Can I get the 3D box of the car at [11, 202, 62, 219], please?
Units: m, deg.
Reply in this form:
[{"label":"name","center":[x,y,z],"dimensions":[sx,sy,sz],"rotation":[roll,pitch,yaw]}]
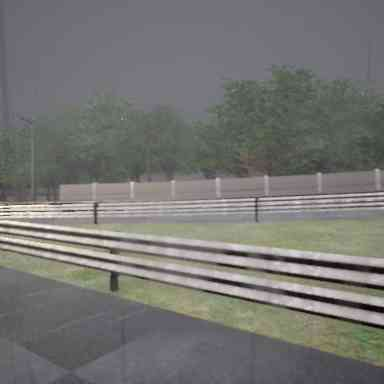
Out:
[{"label":"car","center":[-13.781,1.637,29.446],"dimensions":[4.674,1.442,1.812],"rotation":[-1,-1,14]}]
